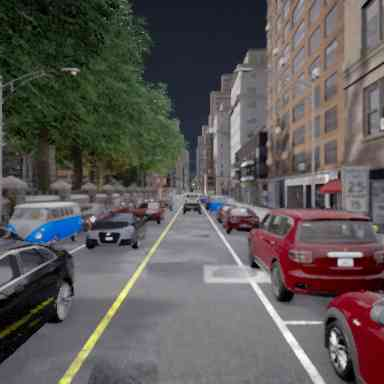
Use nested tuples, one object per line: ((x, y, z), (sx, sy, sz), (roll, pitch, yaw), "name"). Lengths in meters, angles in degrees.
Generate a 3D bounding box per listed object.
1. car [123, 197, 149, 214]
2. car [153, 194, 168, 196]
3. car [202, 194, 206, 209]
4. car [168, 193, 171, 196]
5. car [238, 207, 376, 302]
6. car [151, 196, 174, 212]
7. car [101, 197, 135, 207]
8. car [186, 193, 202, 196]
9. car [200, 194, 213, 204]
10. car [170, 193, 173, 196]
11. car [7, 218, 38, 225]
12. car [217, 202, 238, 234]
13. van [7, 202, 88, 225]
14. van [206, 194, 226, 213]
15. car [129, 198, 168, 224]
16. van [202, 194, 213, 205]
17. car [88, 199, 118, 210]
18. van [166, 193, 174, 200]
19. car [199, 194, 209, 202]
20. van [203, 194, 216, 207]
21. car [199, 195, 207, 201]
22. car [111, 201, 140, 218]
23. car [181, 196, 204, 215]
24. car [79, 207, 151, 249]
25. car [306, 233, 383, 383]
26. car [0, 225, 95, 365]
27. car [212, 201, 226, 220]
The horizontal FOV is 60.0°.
((-5.852, 1.397, 35.230), (1.967, 1.590, 4.097), (0, 0, 0), "car")
((-5.850, 1.244, 56.858), (2.192, 1.841, 5.009), (0, 0, 0), "car")
((2.674, 1.265, 40.624), (2.192, 1.841, 5.009), (0, 0, 0), "car")
((-5.850, 1.460, 67.674), (1.887, 1.381, 4.507), (0, 0, 0), "car")
((2.671, 1.305, 8.175), (2.192, 1.841, 5.009), (0, 0, 0), "car")
((-2.997, 1.357, 36.137), (1.895, 1.301, 4.718), (0, 0, 0), "car")
((-5.853, 1.285, 24.415), (2.192, 1.841, 5.009), (0, 0, 0), "car")
((0.016, 1.168, 45.643), (2.150, 2.045, 5.566), (0, 0, 0), "car")
((2.676, 1.237, 62.258), (2.192, 1.841, 5.009), (0, 0, 0), "car")
((-5.849, 1.458, 73.081), (2.008, 1.369, 4.403), (0, 0, 0), "car")
((-5.855, 1.556, 8.193), (1.947, 1.339, 4.313), (0, 0, 0), "car")
((2.671, 1.521, 18.992), (1.887, 1.381, 4.507), (0, 0, 0), "car")
((-5.854, 1.324, 13.600), (1.690, 1.788, 3.998), (0, 0, 0), "van")
((2.673, 1.297, 35.216), (1.690, 1.788, 3.998), (0, 0, 0), "van")
((-3.084, 1.447, 24.609), (1.882, 1.535, 5.008), (0, 0, 0), "car")
((2.675, 1.270, 56.849), (1.690, 1.788, 3.998), (0, 0, 0), "van")
((-5.854, 1.417, 19.008), (1.967, 1.590, 4.097), (0, 0, 0), "car")
((-5.847, 1.225, 89.303), (1.690, 1.788, 3.998), (0, 0, 0), "van")
((2.677, 1.347, 73.074), (1.967, 1.590, 4.097), (0, 0, 0), "car")
((2.675, 1.277, 51.441), (1.690, 1.788, 3.998), (0, 0, 0), "van")
((2.677, 1.436, 83.891), (1.887, 1.381, 4.507), (0, 0, 0), "car")
((-5.853, 1.545, 29.822), (1.802, 1.307, 4.206), (0, 0, 0), "car")
((0.005, 1.464, 33.930), (1.837, 1.490, 4.892), (0, 0, 0), "car")
((-3.103, 1.546, 14.360), (1.994, 1.385, 4.181), (0, 0, -1), "car")
((2.670, 1.437, 2.767), (1.967, 1.590, 4.097), (0, 0, 0), "car")
((-3.095, 1.486, 4.340), (2.128, 1.511, 4.902), (0, 0, 0), "car")
((2.672, 1.552, 24.400), (1.802, 1.307, 4.206), (0, 0, 0), "car")
